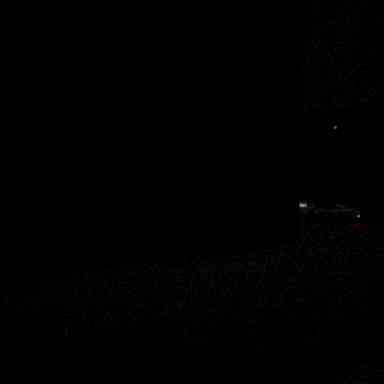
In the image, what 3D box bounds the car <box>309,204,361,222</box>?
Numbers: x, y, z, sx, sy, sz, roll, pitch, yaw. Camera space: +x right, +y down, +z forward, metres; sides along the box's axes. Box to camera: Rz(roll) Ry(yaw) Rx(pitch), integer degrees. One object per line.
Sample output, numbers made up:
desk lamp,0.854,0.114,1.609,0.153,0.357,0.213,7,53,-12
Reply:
car,12.551,1.812,29.586,1.812,1.442,4.674,2,-2,-35
